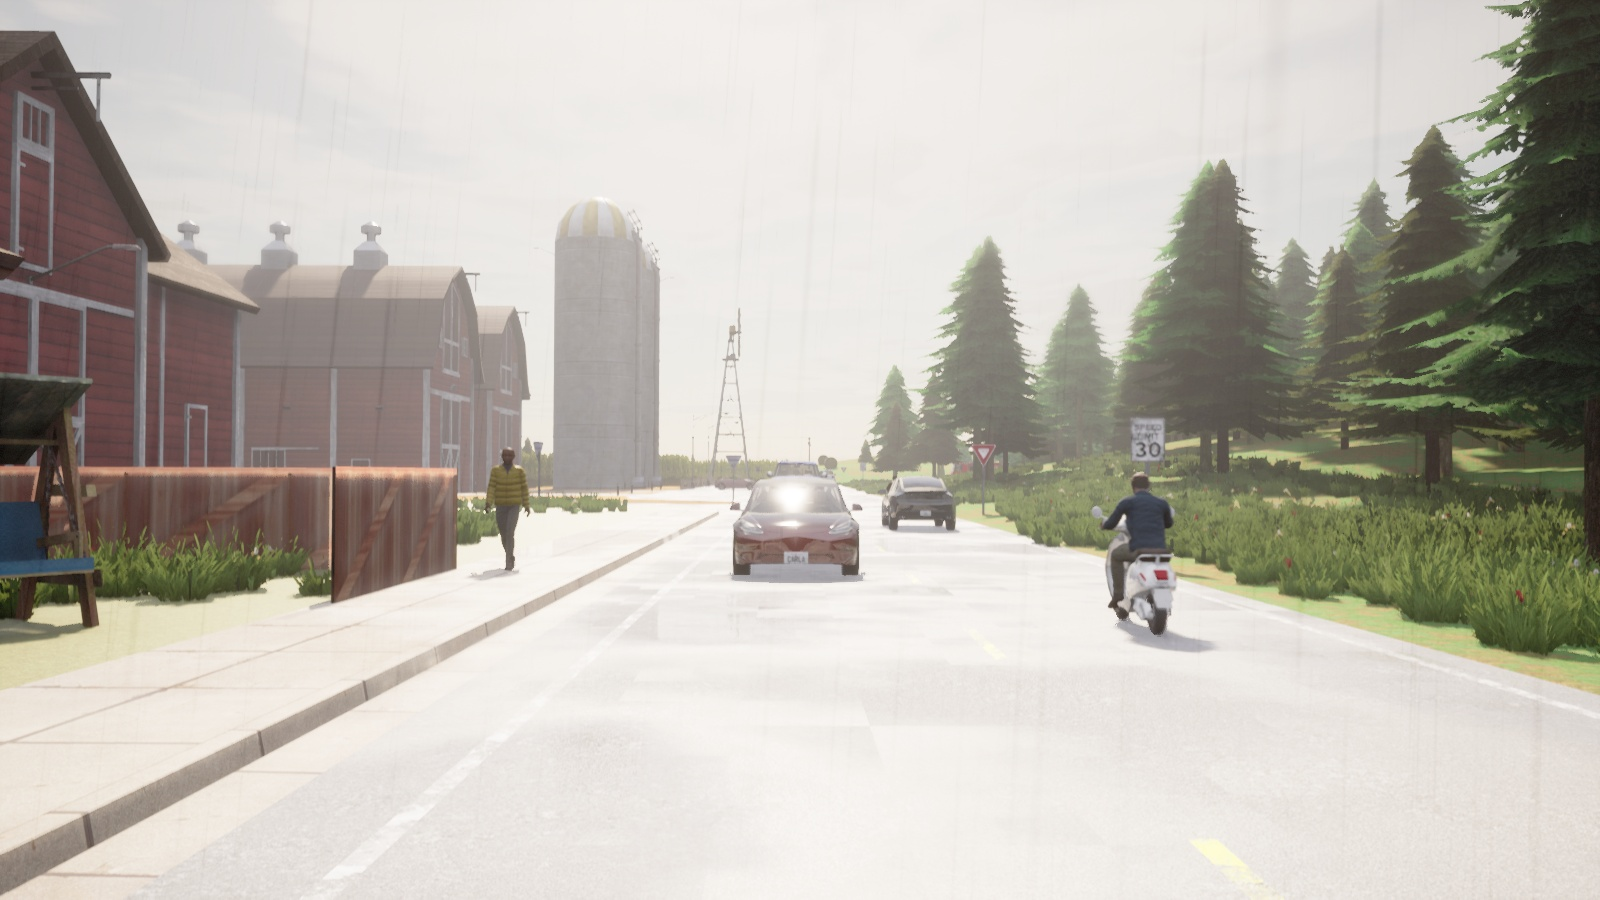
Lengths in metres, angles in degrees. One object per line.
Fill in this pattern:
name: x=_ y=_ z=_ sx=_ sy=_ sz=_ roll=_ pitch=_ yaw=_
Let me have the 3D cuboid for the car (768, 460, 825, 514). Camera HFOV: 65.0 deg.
car: x=-0.124 y=1.428 z=50.657 sx=2.150 sy=2.045 sz=5.566 roll=0 pitch=-1 yaw=0

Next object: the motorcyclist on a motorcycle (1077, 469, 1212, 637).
motorcyclist on a motorcycle: x=3.467 y=0.996 z=12.833 sx=0.866 sy=1.590 sz=1.817 roll=0 pitch=-1 yaw=0

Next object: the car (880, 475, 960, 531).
car: x=3.409 y=1.486 z=36.435 sx=1.837 sy=1.490 sz=4.892 roll=0 pitch=-1 yaw=0

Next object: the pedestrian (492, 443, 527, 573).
pedestrian: x=-4.199 y=0.828 z=18.187 sx=0.370 sy=1.835 sz=0.726 roll=0 pitch=-1 yaw=-2

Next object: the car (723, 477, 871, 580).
car: x=-0.053 y=1.205 z=20.804 sx=2.163 sy=1.488 sz=4.792 roll=0 pitch=-1 yaw=0
